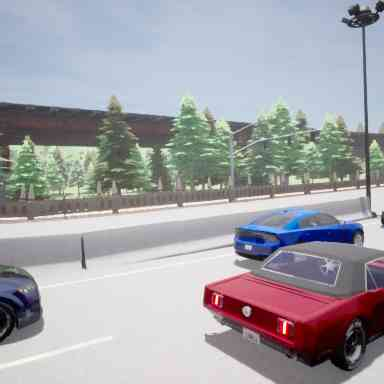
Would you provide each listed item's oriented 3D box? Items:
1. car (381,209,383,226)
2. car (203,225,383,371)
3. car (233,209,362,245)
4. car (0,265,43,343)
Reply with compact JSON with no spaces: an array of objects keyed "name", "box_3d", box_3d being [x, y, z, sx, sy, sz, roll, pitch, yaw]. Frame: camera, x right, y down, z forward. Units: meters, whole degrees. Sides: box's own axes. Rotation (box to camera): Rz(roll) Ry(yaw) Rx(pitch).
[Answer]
[{"name":"car","box_3d":[10.840,0.879,15.876,4.181,1.385,1.994,-4,2,-36]},{"name":"car","box_3d":[2.573,1.528,5.607,4.718,1.301,1.895,-2,1,-36]},{"name":"car","box_3d":[3.561,1.283,10.630,5.008,1.535,1.882,-3,2,-36]},{"name":"car","box_3d":[-4.489,1.563,4.847,4.181,1.385,1.994,0,0,-36]}]
